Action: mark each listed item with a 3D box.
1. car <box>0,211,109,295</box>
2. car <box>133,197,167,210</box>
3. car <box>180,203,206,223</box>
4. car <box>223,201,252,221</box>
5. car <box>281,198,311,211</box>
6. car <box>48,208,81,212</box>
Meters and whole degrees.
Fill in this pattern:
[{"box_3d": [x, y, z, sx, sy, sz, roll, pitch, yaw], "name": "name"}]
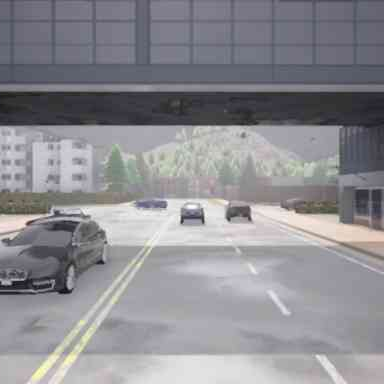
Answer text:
[{"box_3d": [-3.585, 1.491, 8.871, 1.837, 1.490, 4.892, 0, 0, 0], "name": "car"}, {"box_3d": [-5.352, 1.416, 42.044, 5.008, 1.535, 1.882, 0, -1, 41], "name": "car"}, {"box_3d": [0.055, 1.510, 25.352, 2.033, 1.411, 5.357, 0, 0, 1], "name": "car"}, {"box_3d": [3.616, 1.463, 26.649, 1.837, 1.490, 4.892, 0, -1, 2], "name": "car"}, {"box_3d": [12.558, 1.435, 37.654, 4.902, 1.511, 2.128, 0, 0, -2], "name": "car"}, {"box_3d": [-7.050, 1.575, 18.058, 1.895, 1.301, 4.718, 0, 0, 0], "name": "car"}]
